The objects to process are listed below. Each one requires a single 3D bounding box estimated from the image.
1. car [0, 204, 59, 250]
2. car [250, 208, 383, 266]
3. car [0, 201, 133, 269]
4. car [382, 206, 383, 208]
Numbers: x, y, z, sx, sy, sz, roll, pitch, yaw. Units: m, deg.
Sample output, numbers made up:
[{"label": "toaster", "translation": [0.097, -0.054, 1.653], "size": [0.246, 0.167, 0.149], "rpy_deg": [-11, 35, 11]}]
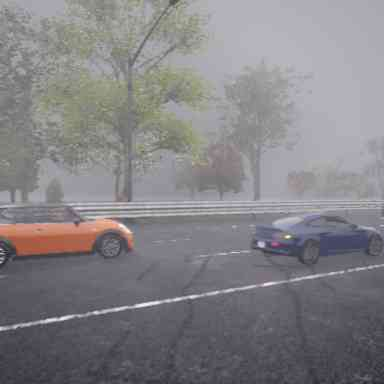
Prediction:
[{"label": "car", "translation": [-7.696, 1.259, 12.253], "size": [5.008, 1.535, 1.882], "rpy_deg": [0, 0, -29]}, {"label": "car", "translation": [4.005, 1.332, 10.579], "size": [4.674, 1.442, 1.812], "rpy_deg": [0, 0, -28]}, {"label": "car", "translation": [-4.150, 1.140, 10.200], "size": [4.553, 1.767, 2.097], "rpy_deg": [0, 0, -28]}, {"label": "car", "translation": [16.408, 1.318, 24.830], "size": [5.008, 1.535, 1.882], "rpy_deg": [0, 0, -27]}]
